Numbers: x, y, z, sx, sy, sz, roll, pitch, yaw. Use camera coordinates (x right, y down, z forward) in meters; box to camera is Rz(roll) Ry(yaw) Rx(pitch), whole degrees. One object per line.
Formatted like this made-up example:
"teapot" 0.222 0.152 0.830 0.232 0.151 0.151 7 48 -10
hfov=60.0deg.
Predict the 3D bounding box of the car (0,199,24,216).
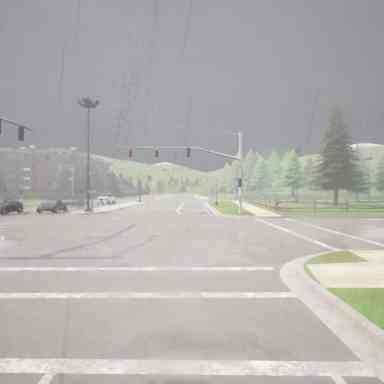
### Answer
"car" -18.561 1.491 32.982 2.128 1.511 4.902 0 0 0

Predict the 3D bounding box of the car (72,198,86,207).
"car" -18.518 1.600 52.774 1.895 1.301 4.718 0 0 0

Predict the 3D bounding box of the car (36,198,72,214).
"car" -15.040 1.526 35.976 1.812 1.442 4.674 0 0 0

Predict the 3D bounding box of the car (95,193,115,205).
"car" -14.984 1.223 57.729 2.150 2.045 5.566 0 0 1
